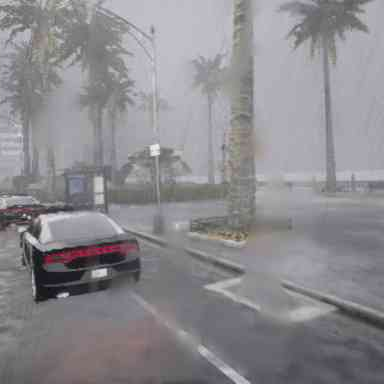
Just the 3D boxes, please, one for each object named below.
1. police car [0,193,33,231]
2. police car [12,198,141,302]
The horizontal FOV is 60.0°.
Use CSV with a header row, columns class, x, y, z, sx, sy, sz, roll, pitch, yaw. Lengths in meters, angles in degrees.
class,x,y,z,sx,sy,sz,roll,pitch,yaw
police car,-8.888,0.868,16.784,1.930,1.638,5.238,-4,3,-38
police car,-2.913,1.114,7.875,1.930,1.638,5.238,-3,3,-31
